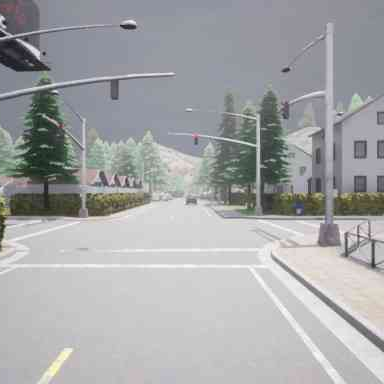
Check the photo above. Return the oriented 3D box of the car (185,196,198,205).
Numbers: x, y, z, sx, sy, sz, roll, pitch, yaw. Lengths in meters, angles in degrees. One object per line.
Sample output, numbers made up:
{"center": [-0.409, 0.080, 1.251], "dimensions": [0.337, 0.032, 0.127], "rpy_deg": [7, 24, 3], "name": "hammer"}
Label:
{"center": [-0.089, 1.500, 59.170], "dimensions": [1.837, 1.490, 4.892], "rpy_deg": [0, 0, 0], "name": "car"}
